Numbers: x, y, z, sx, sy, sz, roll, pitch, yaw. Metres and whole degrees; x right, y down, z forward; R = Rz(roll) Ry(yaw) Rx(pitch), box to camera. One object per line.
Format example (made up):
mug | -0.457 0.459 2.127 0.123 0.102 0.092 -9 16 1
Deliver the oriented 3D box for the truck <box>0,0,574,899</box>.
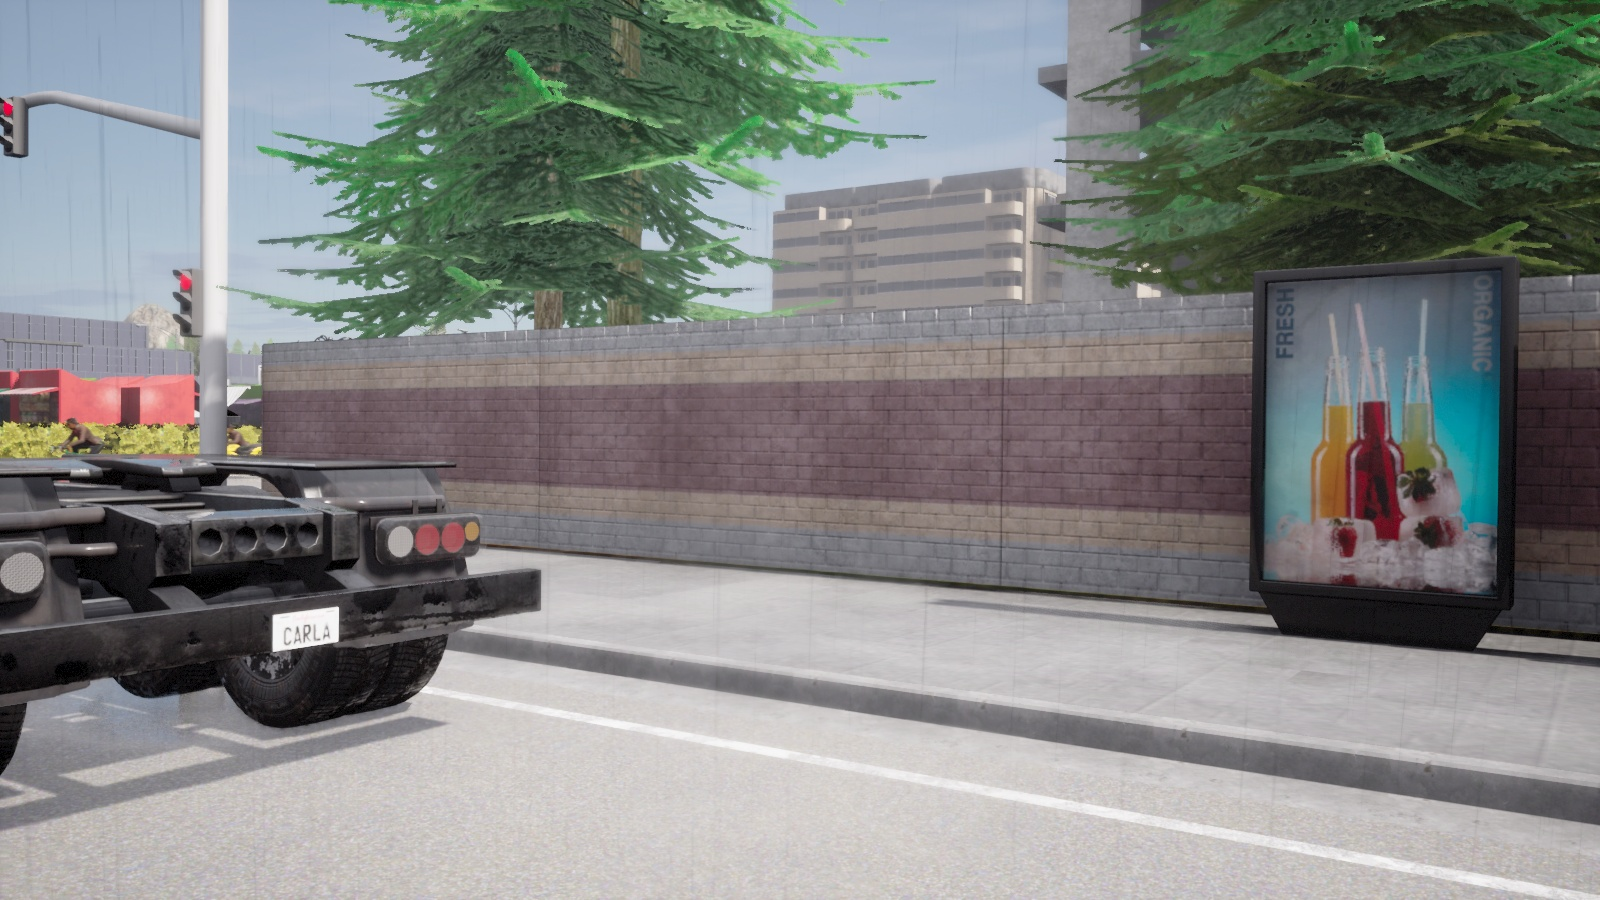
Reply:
truck | -5.216 -0.299 7.068 7.936 3.462 2.891 0 1 34

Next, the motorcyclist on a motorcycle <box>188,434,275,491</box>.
motorcyclist on a motorcycle | -15.660 0.327 34.647 0.797 1.523 2.044 0 1 33
